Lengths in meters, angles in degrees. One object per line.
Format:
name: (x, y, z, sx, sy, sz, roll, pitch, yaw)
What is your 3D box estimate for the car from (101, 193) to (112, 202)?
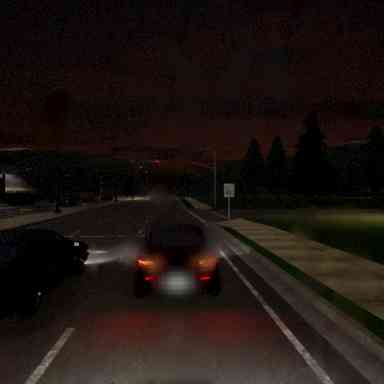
car: (-20.534, 1.225, 79.730, 2.150, 2.045, 5.566, 0, 0, -3)

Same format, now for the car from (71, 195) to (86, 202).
car: (-27.611, 1.539, 80.976, 2.033, 1.411, 5.357, 0, 0, -3)

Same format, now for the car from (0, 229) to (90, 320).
car: (-3.838, 1.547, 7.415, 2.033, 1.411, 5.357, 0, 0, -3)

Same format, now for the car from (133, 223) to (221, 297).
car: (-0.389, 1.526, 8.489, 1.812, 1.442, 4.674, 0, 0, -3)

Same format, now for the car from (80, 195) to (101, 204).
car: (-19.744, 1.562, 64.696, 1.994, 1.385, 4.181, 0, 0, -3)

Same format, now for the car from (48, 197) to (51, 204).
car: (-26.805, 1.355, 65.982, 2.097, 1.767, 4.553, 0, 0, -3)

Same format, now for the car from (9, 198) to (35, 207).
car: (-26.284, 1.601, 51.443, 1.895, 1.301, 4.718, 0, 0, 1)

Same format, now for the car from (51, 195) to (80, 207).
car: (-18.987, 1.350, 50.040, 2.097, 1.767, 4.553, 0, 0, -4)
